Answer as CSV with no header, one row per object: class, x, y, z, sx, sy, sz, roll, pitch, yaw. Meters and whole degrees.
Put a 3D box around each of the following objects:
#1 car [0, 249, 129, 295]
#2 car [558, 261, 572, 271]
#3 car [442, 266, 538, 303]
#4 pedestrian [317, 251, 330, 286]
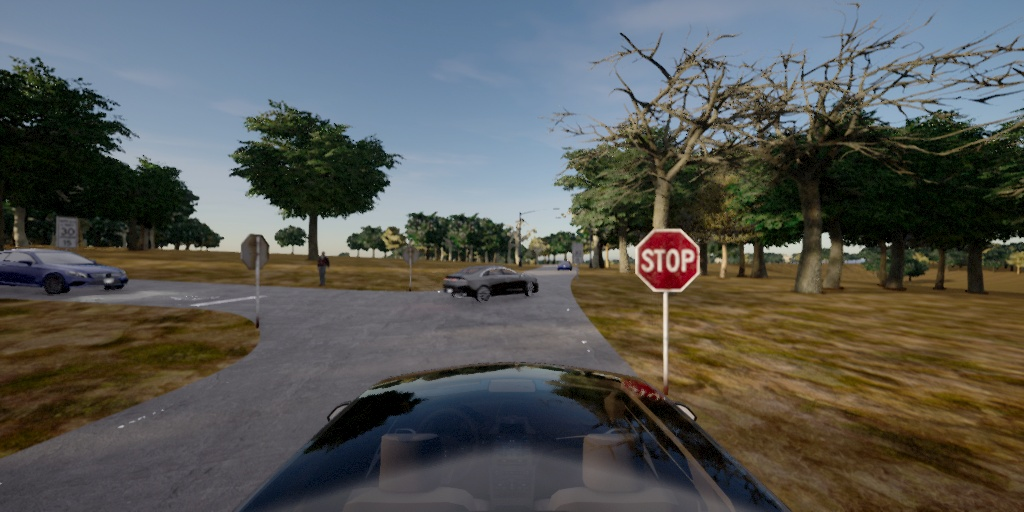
car,-16.454,0.501,12.681,4.674,1.442,1.812,3,-1,2
car,7.763,1.403,52.341,1.994,1.385,4.181,0,0,10
car,-0.831,1.179,16.200,2.128,1.511,4.902,1,1,44
pedestrian,-9.902,0.630,18.754,0.375,1.860,0.375,0,-3,2
